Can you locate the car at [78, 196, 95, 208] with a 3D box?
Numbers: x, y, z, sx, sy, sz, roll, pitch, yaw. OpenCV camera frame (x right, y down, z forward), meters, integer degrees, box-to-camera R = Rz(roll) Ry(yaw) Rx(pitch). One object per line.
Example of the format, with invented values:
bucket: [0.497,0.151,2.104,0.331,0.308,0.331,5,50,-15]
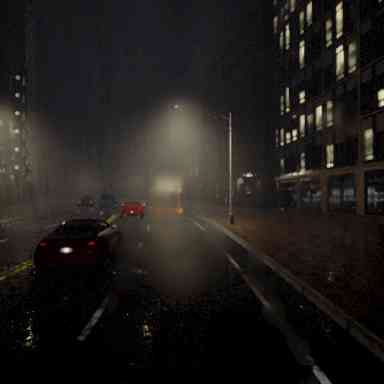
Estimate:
car: [-15.300,1.344,48.398,2.097,1.767,4.553,0,0,-12]

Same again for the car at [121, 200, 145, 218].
car: [-5.295,1.485,30.038,1.882,1.535,5.008,0,0,-7]

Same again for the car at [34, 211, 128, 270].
car: [-3.546,1.568,11.109,1.994,1.385,4.181,0,0,-3]

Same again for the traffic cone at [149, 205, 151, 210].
traffic cone: [-4.636,1.967,38.099,0.340,0.580,0.340,0,0,-9]

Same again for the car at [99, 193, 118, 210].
car: [-11.156,1.223,44.477,2.150,2.045,5.566,0,0,-11]

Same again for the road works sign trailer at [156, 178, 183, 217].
road works sign trailer: [-2.176,0.476,31.403,2.380,3.560,2.880,0,0,-9]
